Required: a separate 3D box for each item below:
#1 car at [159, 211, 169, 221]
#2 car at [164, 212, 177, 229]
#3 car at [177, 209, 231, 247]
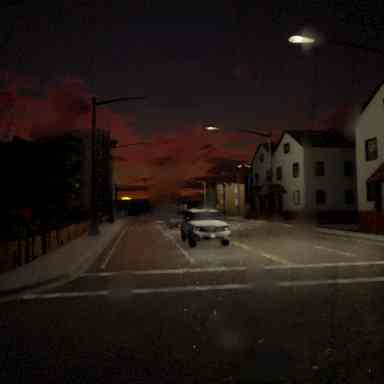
[{"bbox_3d":[-4.175,3.698,51.665,1.837,1.490,4.892,0,-3,-9],"label":"car"},{"bbox_3d":[-1.457,3.018,33.770,1.895,1.301,4.718,0,-2,-9],"label":"car"},{"bbox_3d":[0.683,2.048,20.096,2.150,2.045,5.566,0,-2,-9],"label":"car"}]
